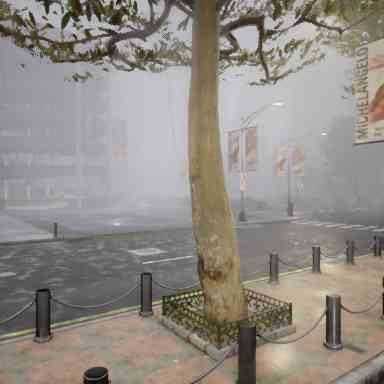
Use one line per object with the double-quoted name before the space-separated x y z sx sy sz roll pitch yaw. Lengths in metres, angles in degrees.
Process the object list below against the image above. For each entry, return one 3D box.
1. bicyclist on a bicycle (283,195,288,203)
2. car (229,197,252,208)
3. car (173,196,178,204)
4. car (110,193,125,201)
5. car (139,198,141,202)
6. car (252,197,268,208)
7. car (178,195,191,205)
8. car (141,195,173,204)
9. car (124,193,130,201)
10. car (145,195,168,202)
"bicyclist on a bicycle" 17.566 1.300 62.343 1.656 1.620 0.582 0 0 -36
"car" 5.660 1.547 48.129 2.033 1.411 5.357 0 0 -36
"car" -3.234 1.491 64.982 4.902 1.511 2.128 0 0 44
"car" -18.821 1.545 77.841 4.718 1.301 1.895 0 0 11
"car" -9.545 1.524 74.216 4.674 1.442 1.812 0 0 26
"car" 8.967 1.478 49.519 1.882 1.535 5.008 0 0 -37
"car" 0.177 1.352 55.536 2.097 1.767 4.553 0 0 -38
"car" -6.645 1.547 63.391 5.357 1.411 2.033 0 0 41
"car" -17.888 1.165 81.215 5.566 2.045 2.150 0 0 11
"car" -8.332 1.525 77.517 4.902 1.511 2.128 0 0 26
